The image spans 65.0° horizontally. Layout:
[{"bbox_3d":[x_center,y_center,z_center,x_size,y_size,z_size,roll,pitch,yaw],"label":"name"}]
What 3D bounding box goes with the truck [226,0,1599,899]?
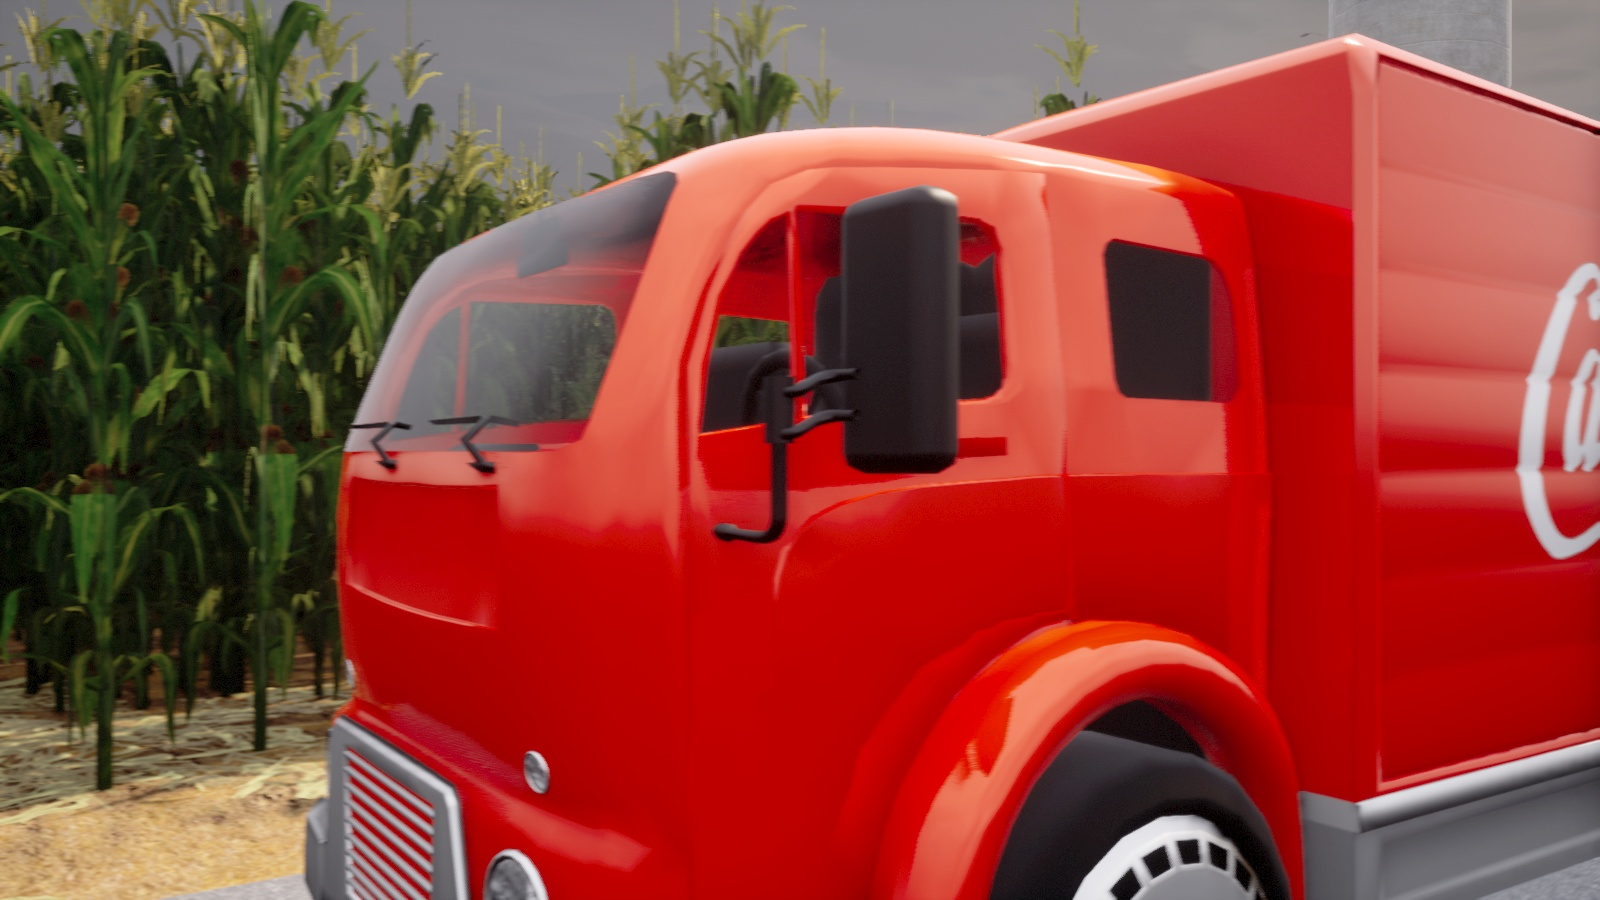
[{"bbox_3d":[1.233,0.265,4.032,5.204,2.467,2.627,0,0,-35],"label":"truck"}]
